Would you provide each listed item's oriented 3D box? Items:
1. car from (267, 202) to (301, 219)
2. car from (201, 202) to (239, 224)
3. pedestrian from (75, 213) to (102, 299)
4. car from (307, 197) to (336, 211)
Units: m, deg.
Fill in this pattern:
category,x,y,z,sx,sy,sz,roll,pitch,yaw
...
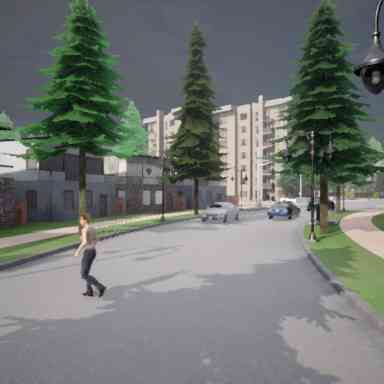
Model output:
category,x,y,z,sx,sy,sz,roll,pitch,yaw
car,8.037,1.547,28.774,2.033,1.411,5.357,0,0,29
car,2.255,1.525,25.400,1.812,1.442,4.674,0,0,25
pedestrian,-2.223,1.294,7.069,0.375,1.860,0.375,0,0,7
car,15.355,1.352,39.294,2.097,1.767,4.553,0,0,39
